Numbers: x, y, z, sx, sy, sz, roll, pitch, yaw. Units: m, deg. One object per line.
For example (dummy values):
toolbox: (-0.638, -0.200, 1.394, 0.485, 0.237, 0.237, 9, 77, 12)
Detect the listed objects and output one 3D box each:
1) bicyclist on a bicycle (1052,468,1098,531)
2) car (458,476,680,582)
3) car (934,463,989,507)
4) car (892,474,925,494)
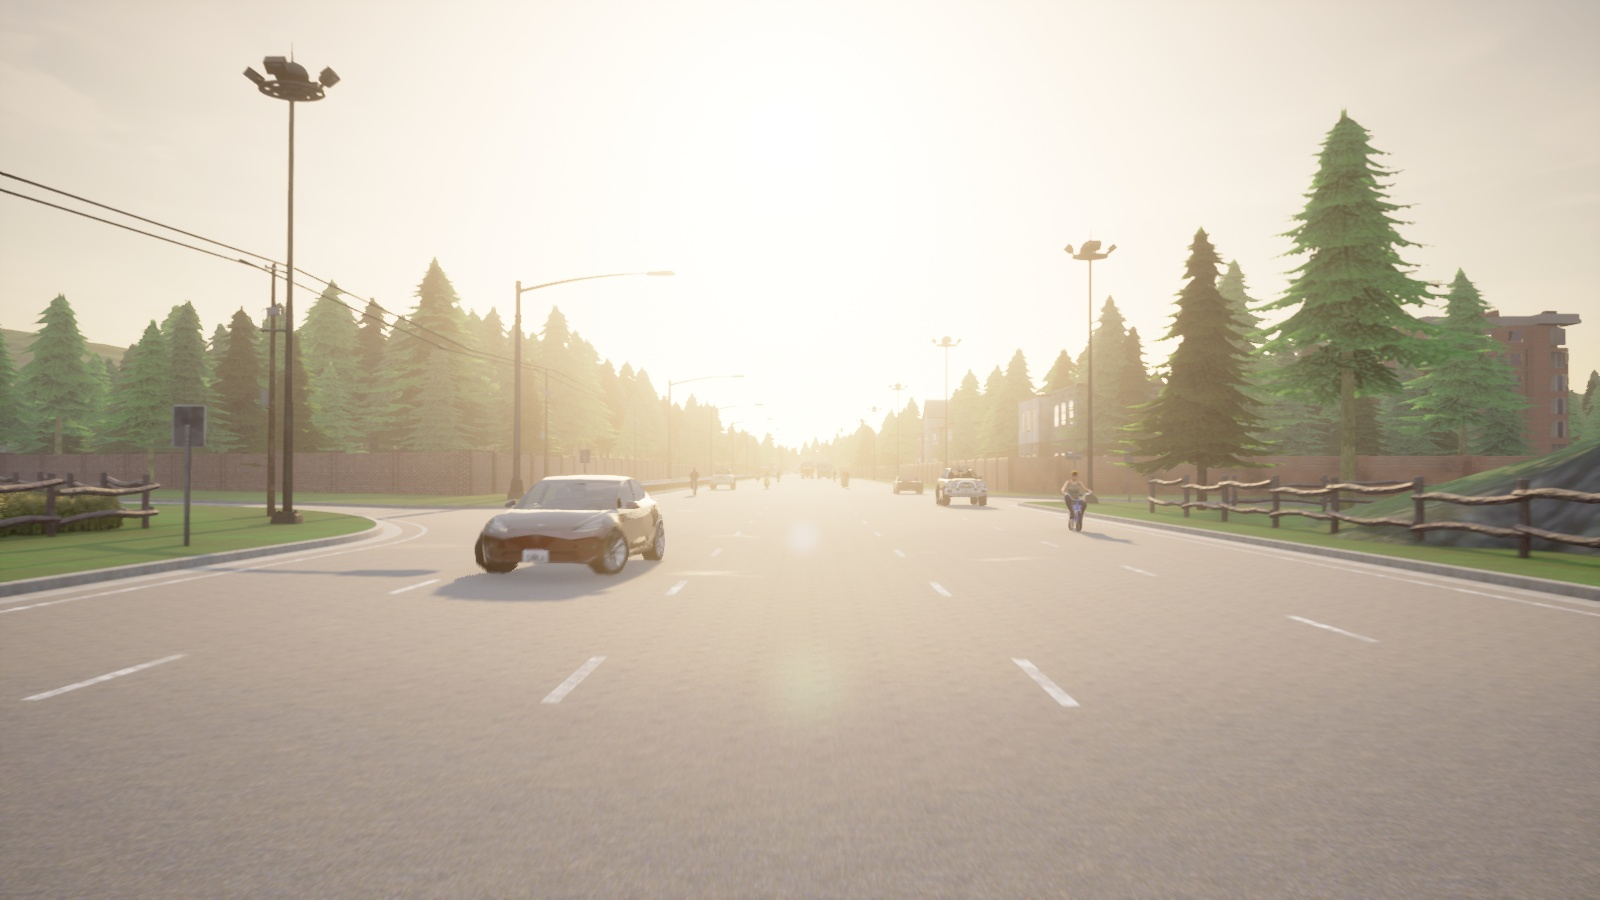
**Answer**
bicyclist on a bicycle: (7.214, 1.276, 32.984, 0.866, 1.612, 1.509, 0, -1, 1)
car: (-3.542, 1.170, 20.343, 2.163, 1.488, 4.792, 0, -1, 8)
car: (7.347, 1.564, 57.454, 1.932, 1.855, 4.605, 0, 0, 0)
car: (7.517, 2.354, 87.476, 1.895, 1.301, 4.718, 0, -1, 0)
